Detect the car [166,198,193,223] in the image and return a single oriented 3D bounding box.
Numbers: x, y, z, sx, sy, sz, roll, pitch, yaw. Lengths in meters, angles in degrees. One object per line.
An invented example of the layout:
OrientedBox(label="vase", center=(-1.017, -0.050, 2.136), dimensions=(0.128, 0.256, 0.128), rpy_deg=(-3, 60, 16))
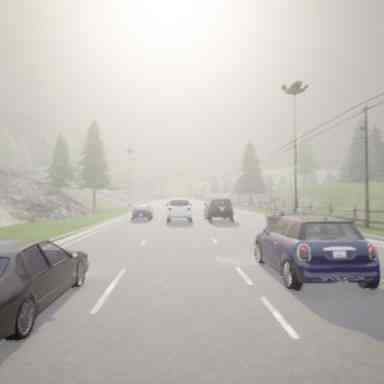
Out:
OrientedBox(label="car", center=(-1.130, 1.582, 29.593), dimensions=(2.150, 2.045, 5.566), rpy_deg=(0, -1, -3))

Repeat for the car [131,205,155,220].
OrientedBox(label="car", center=(-4.771, 1.951, 32.573), dimensions=(1.812, 1.442, 4.674), rpy_deg=(0, 0, -3))

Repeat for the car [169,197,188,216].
OrientedBox(label="car", center=(-1.654, 1.723, 40.998), dimensions=(2.150, 2.045, 5.566), rpy_deg=(0, 0, -3))

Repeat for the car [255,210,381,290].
OrientedBox(label="car", center=(3.228, 1.439, 9.544), dimensions=(2.097, 1.767, 4.553), rpy_deg=(0, -1, -2))

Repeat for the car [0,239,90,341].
OrientedBox(label="car", center=(-3.580, 1.656, 6.585), dimensions=(2.033, 1.411, 5.357), rpy_deg=(0, -1, -3))

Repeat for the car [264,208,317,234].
OrientedBox(label="car", center=(6.241, 1.808, 21.685), dimensions=(1.895, 1.301, 4.718), rpy_deg=(0, -1, -3))

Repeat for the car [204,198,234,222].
OrientedBox(label="car", center=(2.352, 1.560, 29.977), dimensions=(2.150, 2.045, 5.566), rpy_deg=(0, 0, -3))
